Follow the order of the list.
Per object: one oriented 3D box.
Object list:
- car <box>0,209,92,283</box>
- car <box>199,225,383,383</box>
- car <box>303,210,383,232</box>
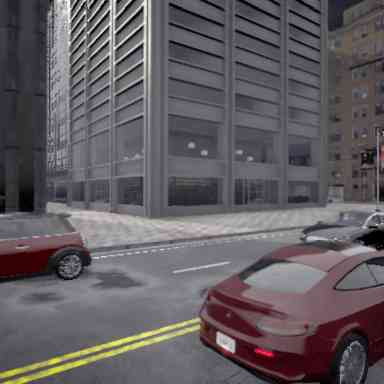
[{"bbox_3d":[-4.927,1.348,8.155,4.553,1.767,2.097,0,0,-35],"label":"car"},{"bbox_3d":[2.247,1.495,5.041,4.674,1.442,1.812,0,0,-36],"label":"car"},{"bbox_3d":[5.856,1.414,11.848,4.902,1.511,2.128,0,0,-35],"label":"car"}]
